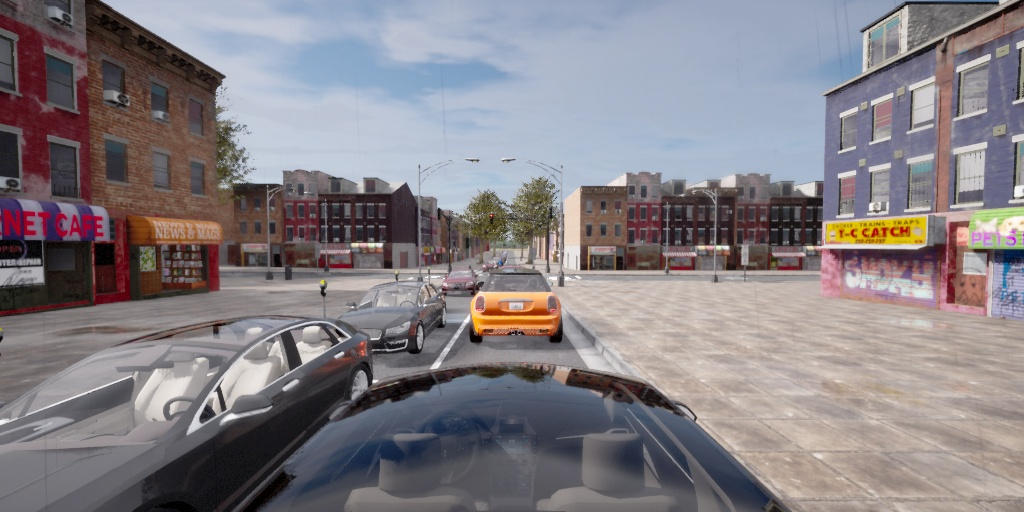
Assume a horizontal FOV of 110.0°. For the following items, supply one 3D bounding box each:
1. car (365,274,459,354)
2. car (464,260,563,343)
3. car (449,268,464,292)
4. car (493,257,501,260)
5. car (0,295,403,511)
[{"bbox_3d":[-2.654,1.299,8.547,2.007,1.370,4.403,0,0,0],"label":"car"},{"bbox_3d":[0.083,1.101,9.857,2.097,1.767,4.553,0,0,0],"label":"car"},{"bbox_3d":[-2.677,1.336,19.441,1.802,1.307,4.207,0,0,0],"label":"car"},{"bbox_3d":[-2.733,1.245,46.216,1.967,1.591,4.097,0,0,0],"label":"car"},{"bbox_3d":[-2.643,1.300,3.098,2.007,1.370,4.403,0,0,0],"label":"car"}]
